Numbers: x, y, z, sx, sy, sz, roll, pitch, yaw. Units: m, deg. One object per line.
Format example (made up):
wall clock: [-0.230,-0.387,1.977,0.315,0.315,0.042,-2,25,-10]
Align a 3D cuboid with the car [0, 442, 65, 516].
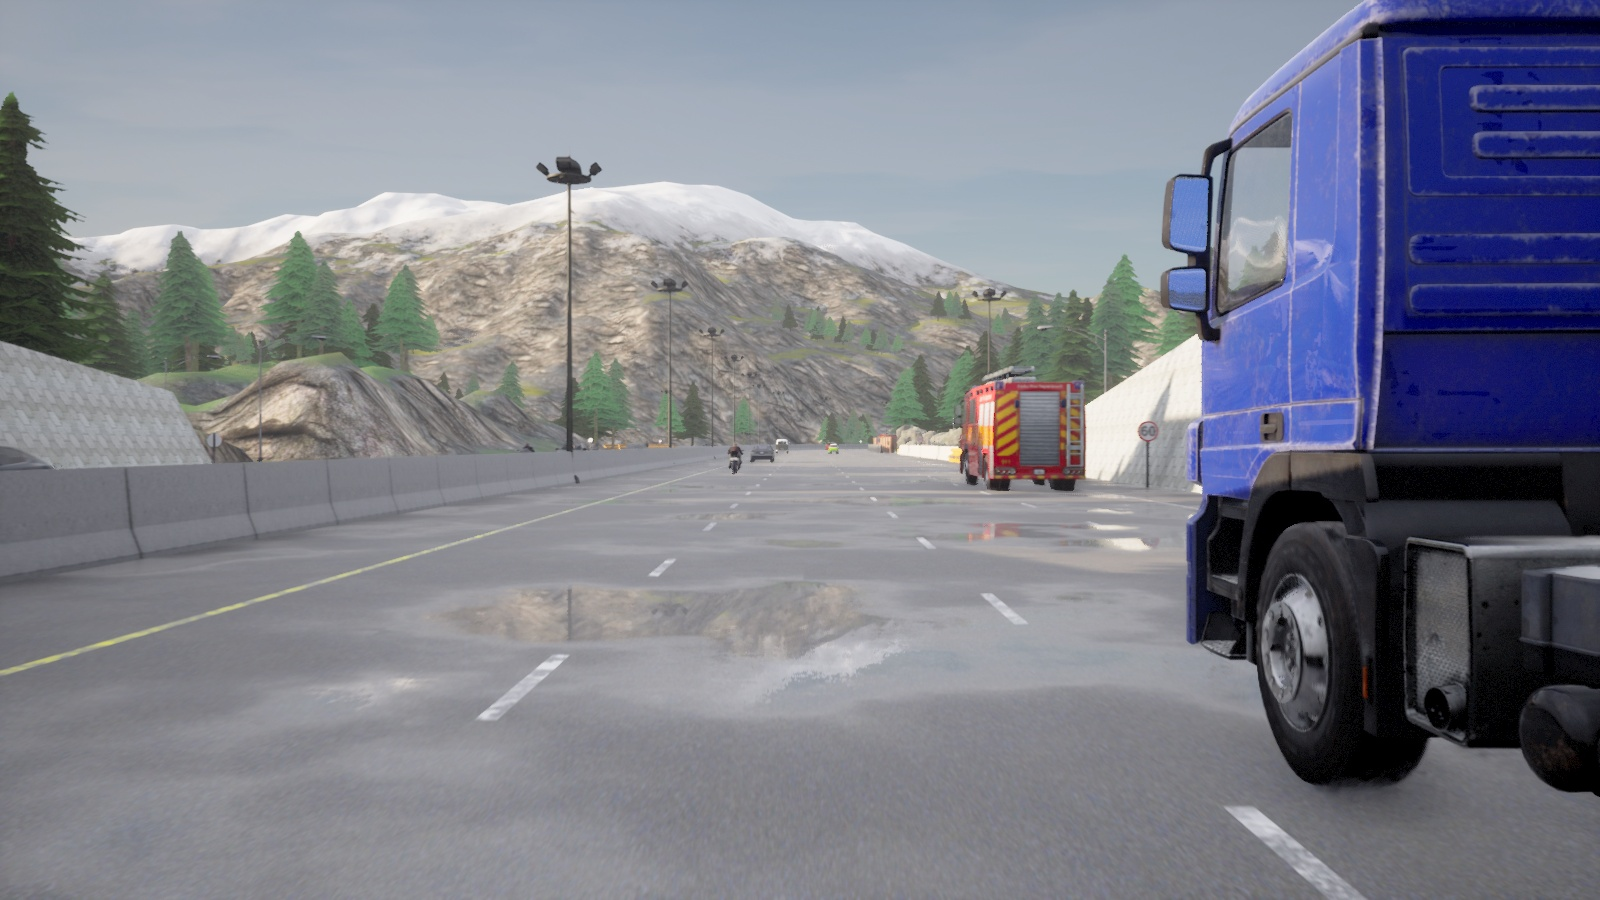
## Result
car: [-17.341,0.589,25.373,2.163,1.488,4.792,0,0,0]

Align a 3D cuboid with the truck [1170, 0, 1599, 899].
truck: [3.534,-0.250,3.184,2.891,3.462,7.936,0,0,0]

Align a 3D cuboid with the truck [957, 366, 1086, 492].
truck: [7.257,-0.651,42.363,2.891,3.827,8.468,0,0,0]

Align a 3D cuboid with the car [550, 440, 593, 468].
car: [-13.560,0.213,74.671,1.851,1.617,3.988,0,0,0]

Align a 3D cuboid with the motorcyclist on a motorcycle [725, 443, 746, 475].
motorcyclist on a motorcycle: [-3.137,0.434,61.101,0.866,1.530,2.191,0,0,0]

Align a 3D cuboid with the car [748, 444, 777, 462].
car: [-2.922,0.234,98.848,2.033,1.411,5.357,0,0,0]
